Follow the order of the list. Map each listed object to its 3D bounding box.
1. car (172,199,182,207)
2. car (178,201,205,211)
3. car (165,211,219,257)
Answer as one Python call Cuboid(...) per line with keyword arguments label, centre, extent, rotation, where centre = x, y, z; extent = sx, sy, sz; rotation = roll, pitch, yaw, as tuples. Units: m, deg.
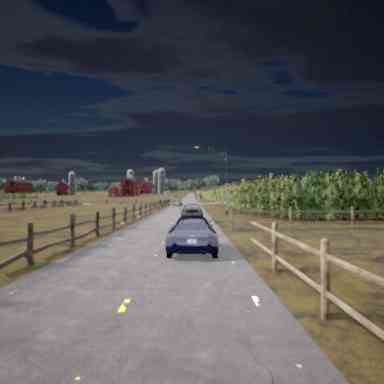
Cuboid(label="car", centre=(-2.788, 2.090, 64.340), extent=(2.128, 1.511, 4.902), rotation=(0, -1, 1))
Cuboid(label="car", centre=(0.014, 1.774, 28.512), extent=(1.837, 1.490, 4.892), rotation=(0, 0, 0))
Cuboid(label="car", centre=(0.017, 1.691, 13.518), extent=(1.994, 1.385, 4.181), rotation=(0, 0, 1))
